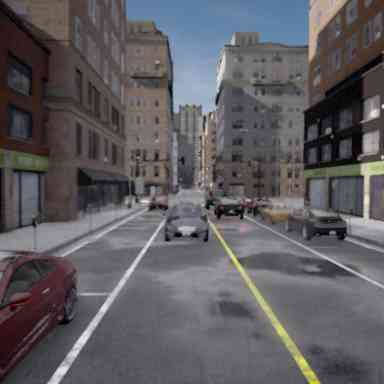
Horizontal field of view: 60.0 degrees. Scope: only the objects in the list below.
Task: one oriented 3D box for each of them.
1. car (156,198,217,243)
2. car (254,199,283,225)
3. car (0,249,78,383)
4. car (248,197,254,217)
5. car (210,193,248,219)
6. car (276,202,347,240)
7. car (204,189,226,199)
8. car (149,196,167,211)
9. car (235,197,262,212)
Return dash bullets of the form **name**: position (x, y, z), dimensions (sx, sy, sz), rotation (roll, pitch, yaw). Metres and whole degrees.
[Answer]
- **car**: position (-0.235, 1.274, 15.054), dimensions (2.128, 1.511, 4.902), rotation (0, 1, -1)
- **car**: position (5.544, 1.258, 21.309), dimensions (1.752, 1.417, 4.829), rotation (0, 1, -1)
- **car**: position (-2.761, 1.502, 4.265), dimensions (1.802, 1.307, 4.206), rotation (0, 1, -1)
- **car**: position (5.470, 1.220, 26.724), dimensions (1.947, 1.339, 4.313), rotation (0, 1, -1)
- **car**: position (2.669, 1.137, 25.036), dimensions (1.882, 1.535, 5.008), rotation (0, 1, 0)
- **car**: position (5.623, 1.367, 15.554), dimensions (2.008, 1.369, 4.403), rotation (0, 1, -1)
- **car**: position (2.486, 0.733, 35.162), dimensions (2.150, 2.045, 5.566), rotation (0, 1, -1)
- **car**: position (-3.151, 1.061, 32.187), dimensions (1.887, 1.381, 4.507), rotation (0, 1, -1)
- **car**: position (5.393, 1.154, 32.309), dimensions (1.802, 1.307, 4.206), rotation (0, 1, -1)
